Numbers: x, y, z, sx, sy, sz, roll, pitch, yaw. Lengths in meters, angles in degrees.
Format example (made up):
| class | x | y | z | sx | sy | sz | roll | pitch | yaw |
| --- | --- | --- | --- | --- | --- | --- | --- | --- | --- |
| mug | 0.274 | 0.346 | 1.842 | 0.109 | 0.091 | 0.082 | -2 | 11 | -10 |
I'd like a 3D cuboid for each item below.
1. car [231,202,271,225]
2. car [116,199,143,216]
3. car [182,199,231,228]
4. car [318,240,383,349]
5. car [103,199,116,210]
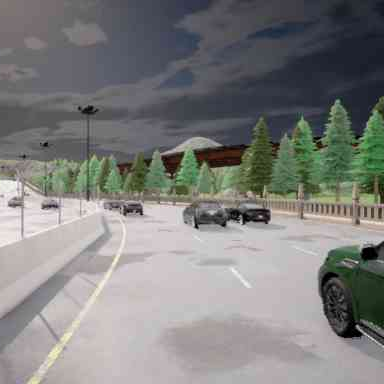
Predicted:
| class | x | y | z | sx | sy | sz | roll | pitch | yaw |
| --- | --- | --- | --- | --- | --- | --- | --- | --- | --- |
| car | 3.889 | 1.477 | 24.057 | 1.882 | 1.535 | 5.008 | 0 | 0 | -13 |
| car | -6.071 | 1.505 | 32.927 | 1.837 | 1.490 | 4.892 | 0 | 0 | -19 |
| car | 0.726 | 1.352 | 22.208 | 2.097 | 1.767 | 4.553 | 0 | 0 | -13 |
| car | 3.381 | 1.220 | 3.498 | 2.150 | 2.045 | 5.566 | 0 | 0 | -3 |
| car | -9.993 | 1.547 | 42.610 | 2.033 | 1.411 | 5.357 | 0 | 0 | -27 |
